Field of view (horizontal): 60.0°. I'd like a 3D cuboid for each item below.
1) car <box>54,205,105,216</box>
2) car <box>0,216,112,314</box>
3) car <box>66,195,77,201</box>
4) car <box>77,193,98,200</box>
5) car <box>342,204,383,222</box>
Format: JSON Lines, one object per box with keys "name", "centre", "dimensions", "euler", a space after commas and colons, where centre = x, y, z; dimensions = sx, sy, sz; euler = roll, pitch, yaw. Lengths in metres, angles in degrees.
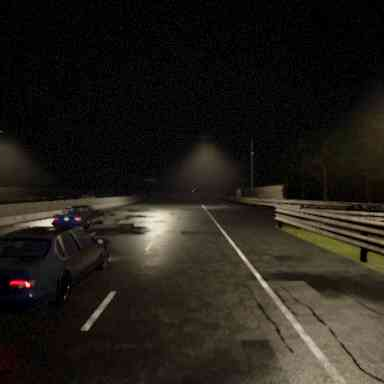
{"name": "car", "centre": [-6.899, 1.530, 20.785], "dimensions": [2.033, 1.411, 5.357], "euler": [0, 0, 0]}
{"name": "car", "centre": [-3.399, 1.535, 7.869], "dimensions": [2.033, 1.411, 5.357], "euler": [0, 0, 0]}
{"name": "car", "centre": [-28.017, 1.543, 78.080], "dimensions": [1.837, 1.490, 4.892], "euler": [0, 0, 0]}
{"name": "car", "centre": [-24.518, 1.269, 78.376], "dimensions": [2.150, 2.045, 5.566], "euler": [0, 0, 0]}
{"name": "car", "centre": [11.885, 1.624, 23.731], "dimensions": [1.837, 1.490, 4.892], "euler": [1, 0, -24]}
